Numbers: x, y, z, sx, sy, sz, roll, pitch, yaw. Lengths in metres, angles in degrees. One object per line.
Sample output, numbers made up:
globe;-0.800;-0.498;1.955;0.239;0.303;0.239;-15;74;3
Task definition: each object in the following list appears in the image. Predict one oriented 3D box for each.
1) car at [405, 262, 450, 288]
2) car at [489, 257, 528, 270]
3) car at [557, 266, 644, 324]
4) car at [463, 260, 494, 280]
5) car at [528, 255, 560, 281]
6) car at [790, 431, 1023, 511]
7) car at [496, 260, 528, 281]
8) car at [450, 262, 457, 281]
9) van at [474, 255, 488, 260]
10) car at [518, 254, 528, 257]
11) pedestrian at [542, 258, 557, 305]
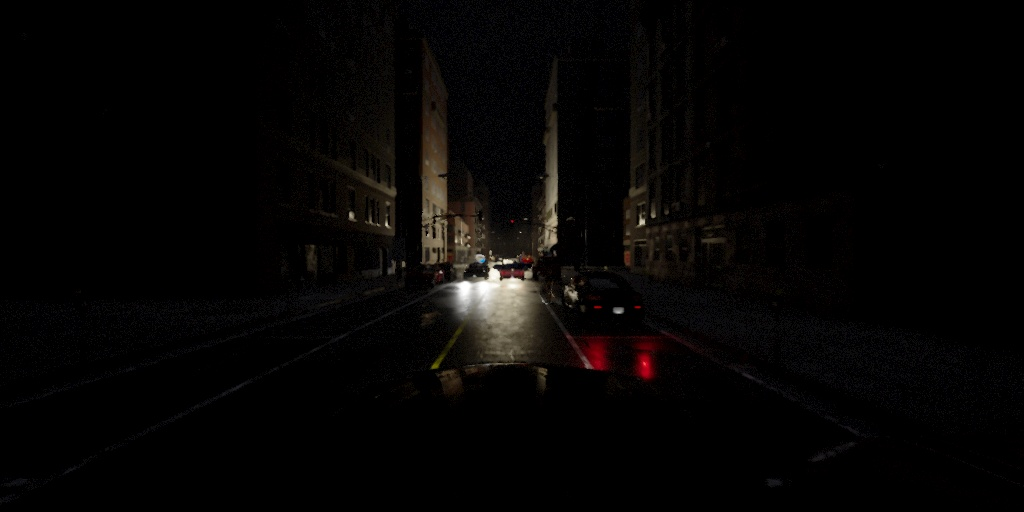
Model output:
car;-5.385;1.172;22.550;1.888;1.381;4.507;0;0;0
car;-0.010;1.105;41.573;4.718;1.301;1.895;-1;0;-44
car;2.751;1.219;11.572;1.812;1.442;4.674;0;0;0
car;-2.777;1.189;28.962;1.895;1.301;4.718;0;0;1
car;2.640;0.908;28.061;2.192;1.841;5.009;0;0;0
car;2.637;1.197;0.505;1.967;1.591;4.097;0;0;0
car;0.014;1.196;27.765;1.895;1.301;4.718;0;0;0
car;-5.385;1.159;28.061;1.948;1.339;4.313;0;0;0
van;-5.401;0.738;60.024;1.690;1.789;3.998;0;0;0
car;2.712;0.678;65.431;2.192;1.841;5.009;0;0;0
pedestrian;1.418;0.972;14.074;0.375;1.860;0.375;0;0;-14
